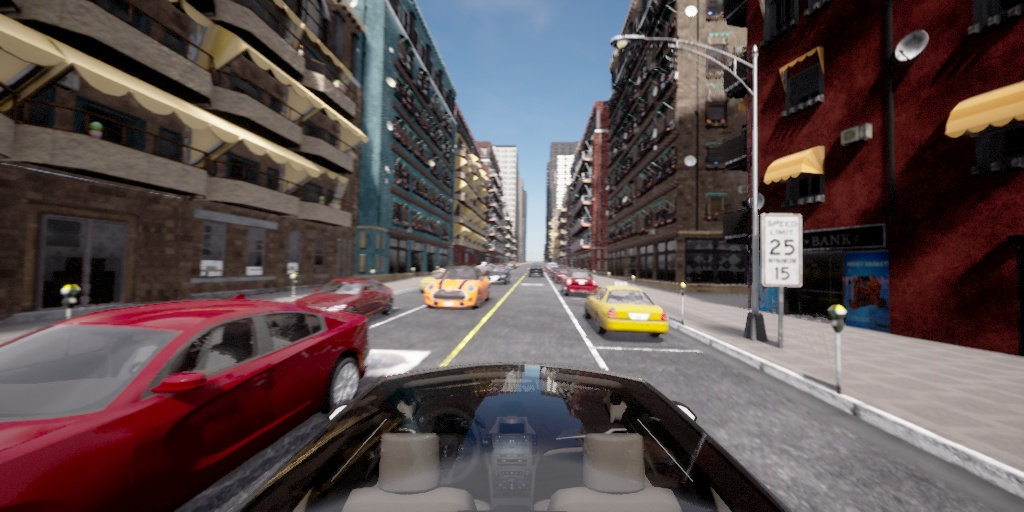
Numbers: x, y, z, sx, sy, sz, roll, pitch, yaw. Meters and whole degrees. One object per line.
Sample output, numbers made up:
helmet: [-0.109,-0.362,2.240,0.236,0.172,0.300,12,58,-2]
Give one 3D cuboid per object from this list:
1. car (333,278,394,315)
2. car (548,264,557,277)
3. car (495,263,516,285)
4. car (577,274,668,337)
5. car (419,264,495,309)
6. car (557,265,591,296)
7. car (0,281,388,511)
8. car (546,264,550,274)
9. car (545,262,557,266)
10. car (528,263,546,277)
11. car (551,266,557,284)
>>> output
car: [-5.153,1.363,11.377,1.802,1.307,4.207,0,0,4]
car: [5.162,1.916,38.468,1.948,1.339,4.313,0,0,4]
car: [-1.168,1.610,30.442,2.128,1.511,4.902,1,-1,4]
car: [3.221,1.465,11.007,1.751,1.417,4.829,0,0,4]
car: [-2.227,1.251,15.780,2.097,1.767,4.553,1,-1,4]
car: [3.991,1.545,21.890,1.967,1.591,4.097,0,0,4]
car: [-3.145,1.186,3.213,1.882,1.535,5.008,1,0,5]
car: [5.553,1.997,43.994,1.948,1.339,4.313,0,0,4]
car: [6.334,2.031,55.048,1.967,1.591,4.097,0,0,4]
car: [3.059,1.905,45.356,1.837,1.490,4.892,1,0,4]
car: [4.772,1.851,32.942,1.802,1.307,4.207,0,0,4]
